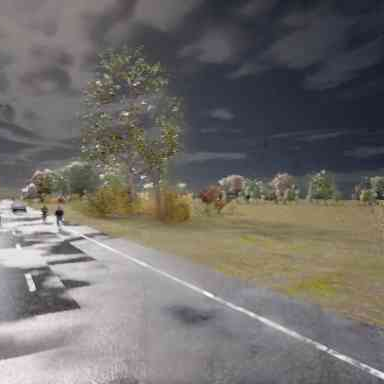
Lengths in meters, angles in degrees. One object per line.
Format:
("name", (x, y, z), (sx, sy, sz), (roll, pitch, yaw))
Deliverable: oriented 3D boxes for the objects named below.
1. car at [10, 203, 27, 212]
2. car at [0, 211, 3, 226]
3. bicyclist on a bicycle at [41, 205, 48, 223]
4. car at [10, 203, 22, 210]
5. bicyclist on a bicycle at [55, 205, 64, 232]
("car", (-28.142, 2.591, 54.274), (1.994, 1.385, 4.181), (0, -1, -30))
("car", (-16.682, 2.014, 27.176), (2.128, 1.511, 4.902), (0, -1, -30))
("bicyclist on a bicycle", (-13.418, 2.019, 30.270), (0.582, 1.620, 1.656), (0, -1, -30))
("car", (-34.697, 2.838, 65.536), (1.895, 1.301, 4.718), (0, -1, -30))
("bicyclist on a bicycle", (-9.047, 1.791, 22.625), (0.659, 1.776, 1.843), (0, -1, -30))
